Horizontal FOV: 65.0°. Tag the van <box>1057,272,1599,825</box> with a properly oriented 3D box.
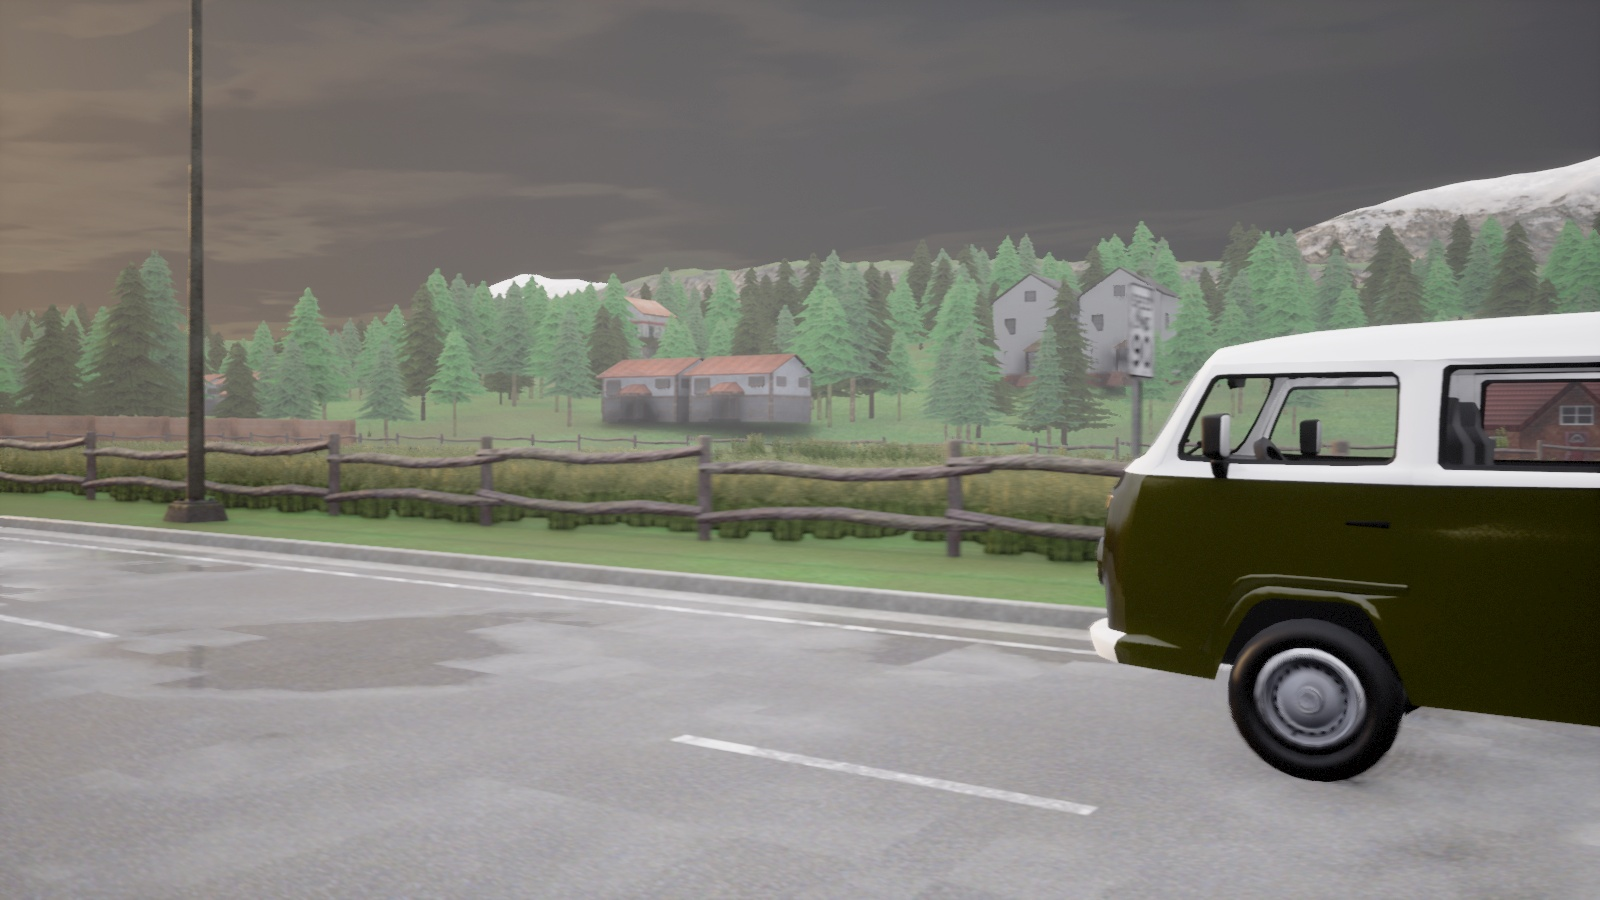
[{"bbox_3d":[3.629,0.349,5.409,4.480,2.038,2.069,0,1,34],"label":"van"}]
